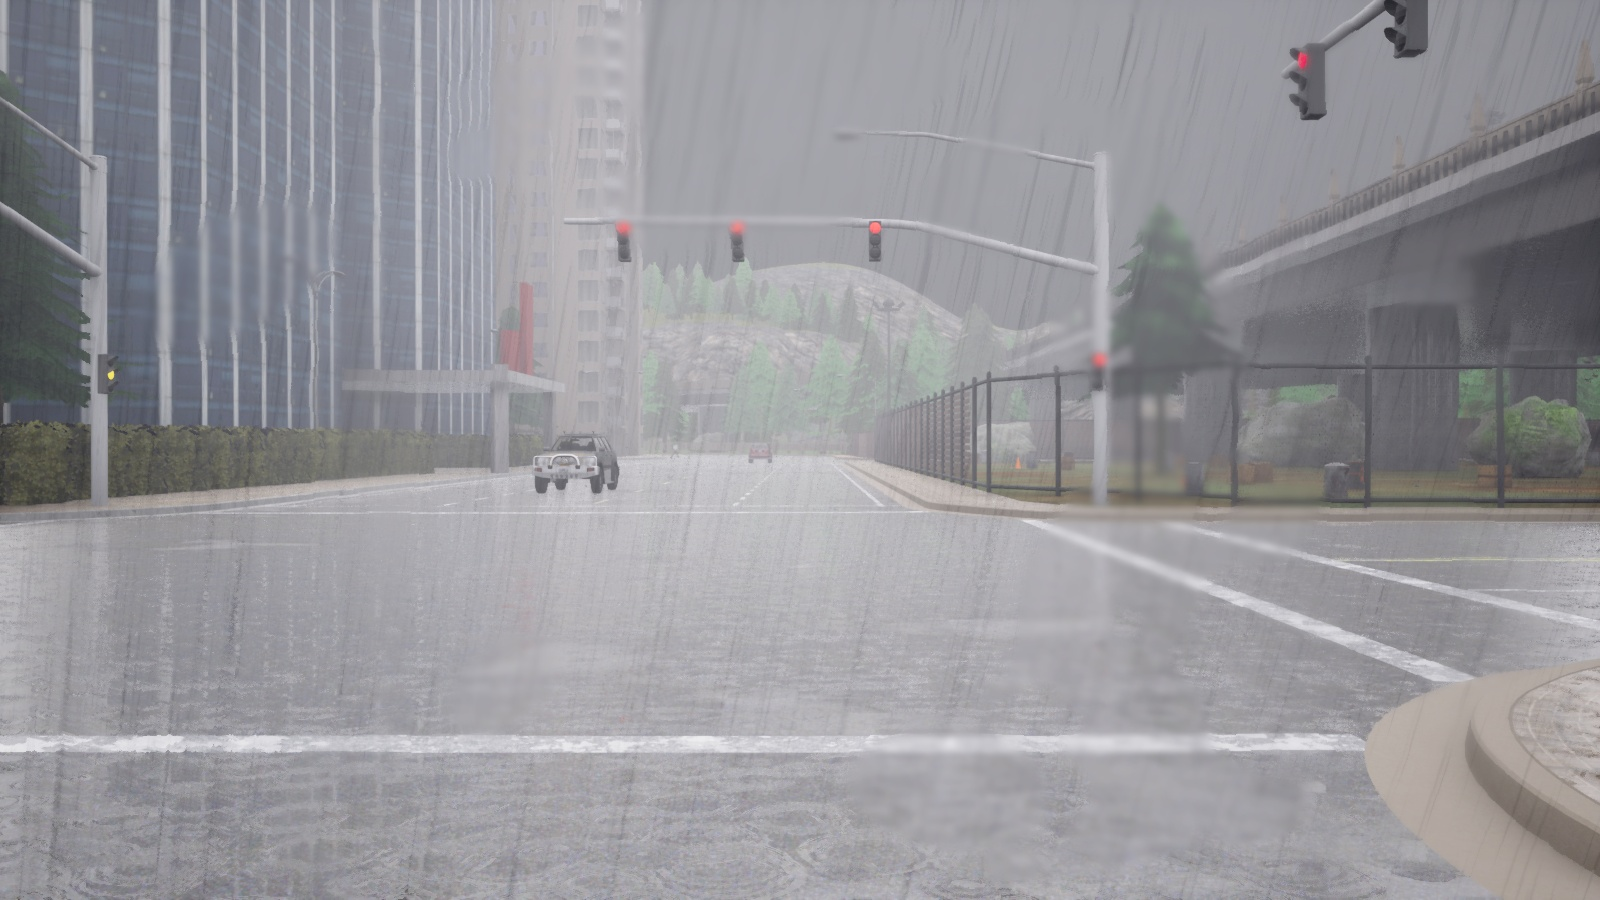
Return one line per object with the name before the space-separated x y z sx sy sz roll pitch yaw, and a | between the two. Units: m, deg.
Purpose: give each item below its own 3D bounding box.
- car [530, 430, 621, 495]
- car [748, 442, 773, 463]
car | -6.765 0.341 38.320 1.932 1.855 4.605 0 0 0
car | -2.946 0.207 94.500 1.789 1.549 3.705 0 0 0
